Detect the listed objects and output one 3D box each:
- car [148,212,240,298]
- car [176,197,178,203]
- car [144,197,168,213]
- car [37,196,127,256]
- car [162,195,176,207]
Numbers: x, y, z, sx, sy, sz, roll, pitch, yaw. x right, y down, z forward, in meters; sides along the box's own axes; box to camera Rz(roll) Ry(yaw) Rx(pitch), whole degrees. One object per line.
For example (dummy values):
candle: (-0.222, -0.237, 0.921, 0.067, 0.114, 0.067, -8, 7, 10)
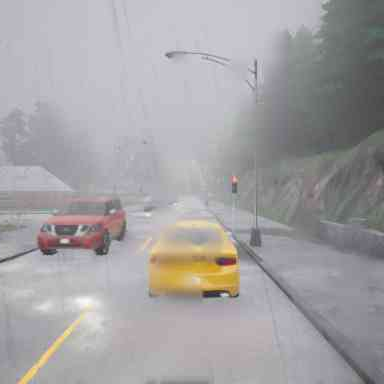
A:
car: (0.056, 1.478, 8.569, 1.882, 1.535, 5.008, 0, 0, 1)
car: (-3.984, 1.562, 67.659, 1.994, 1.385, 4.181, 0, 0, 0)
car: (-4.087, 1.564, 36.691, 1.994, 1.385, 4.181, 0, 0, 0)
car: (-4.094, 1.221, 13.462, 2.150, 2.045, 5.566, 0, 0, 0)
car: (-4.073, 1.351, 51.622, 2.097, 1.767, 4.553, 0, 0, 0)
